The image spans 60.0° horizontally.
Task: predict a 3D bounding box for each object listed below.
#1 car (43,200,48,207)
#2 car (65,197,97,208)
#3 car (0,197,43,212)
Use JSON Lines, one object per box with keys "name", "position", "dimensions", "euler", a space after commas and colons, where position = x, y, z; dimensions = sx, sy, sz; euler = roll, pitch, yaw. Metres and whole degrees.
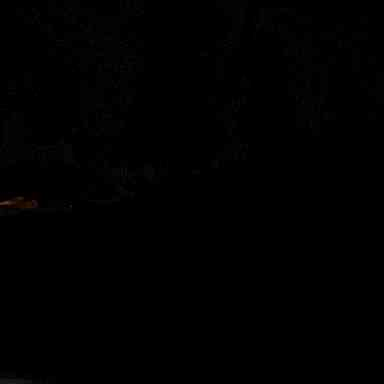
{"name": "car", "position": [-21.583, 1.418, 44.668], "dimensions": [1.895, 1.301, 4.718], "euler": [0, 0, 11]}
{"name": "car", "position": [-14.570, 1.389, 44.074], "dimensions": [2.033, 1.411, 5.357], "euler": [0, 0, 11]}
{"name": "car", "position": [-19.415, 1.321, 37.179], "dimensions": [1.882, 1.535, 5.008], "euler": [0, 0, 10]}
